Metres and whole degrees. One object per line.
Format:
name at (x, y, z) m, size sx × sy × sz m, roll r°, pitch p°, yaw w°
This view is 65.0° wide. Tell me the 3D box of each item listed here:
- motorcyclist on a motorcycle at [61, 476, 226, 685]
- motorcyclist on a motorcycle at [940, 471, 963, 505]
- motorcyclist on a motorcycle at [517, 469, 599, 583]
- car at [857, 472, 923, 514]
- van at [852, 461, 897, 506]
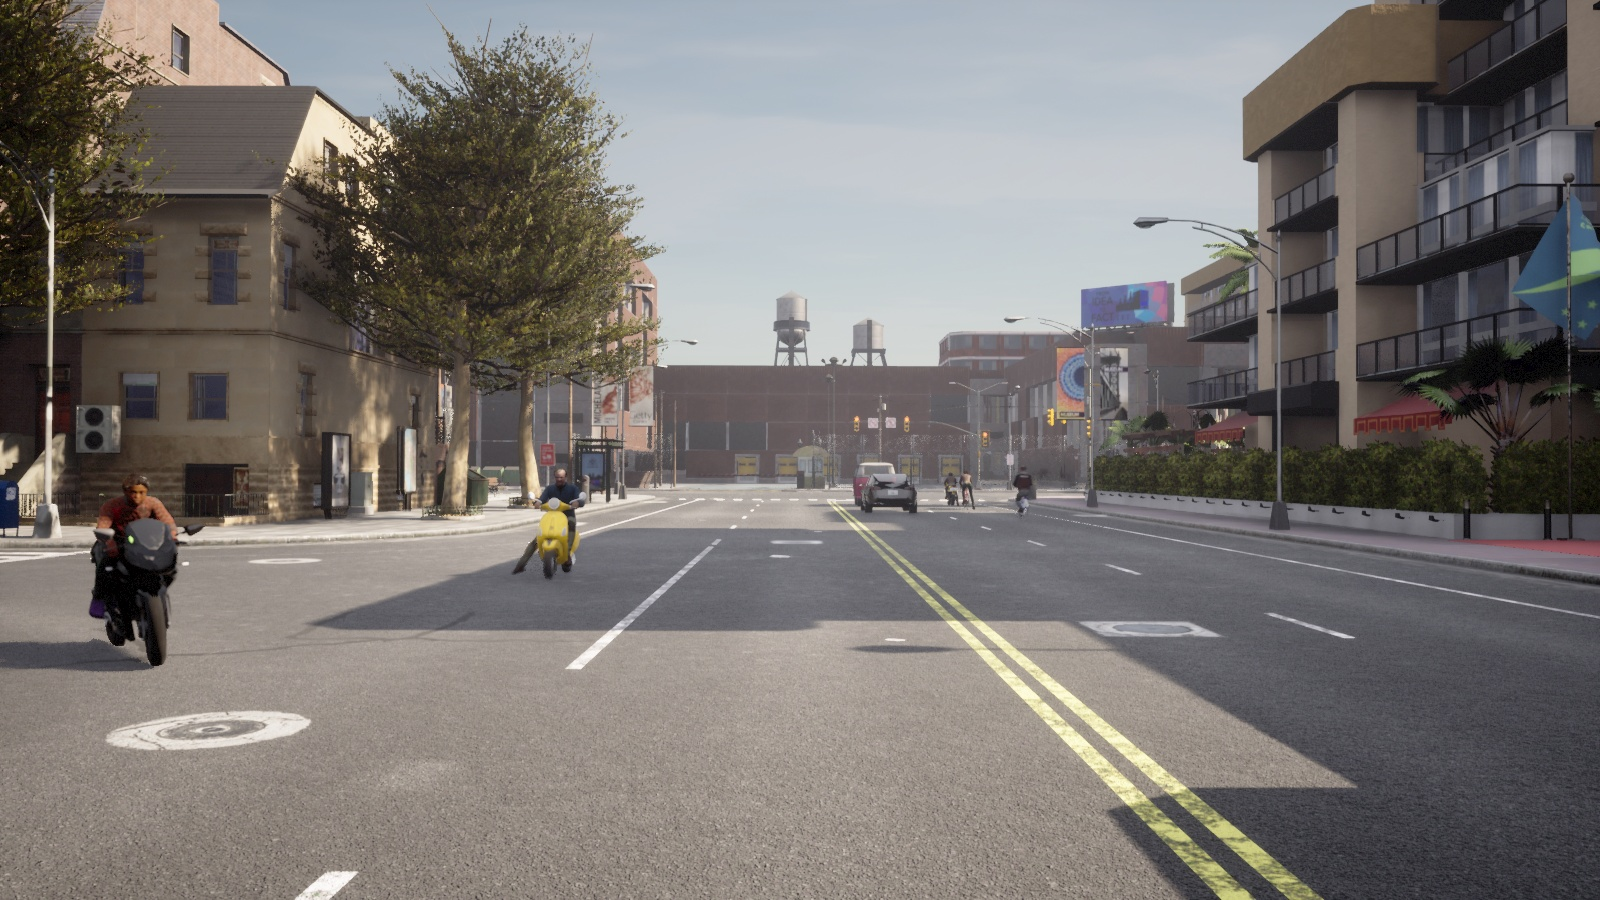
motorcyclist on a motorcycle at (-5.455, 0.992, 10.369) m, size 0.797 × 1.523 × 2.044 m, roll -2°, pitch 0°, yaw -39°
motorcyclist on a motorcycle at (6.873, 1.725, 57.068) m, size 0.797 × 1.523 × 2.044 m, roll 0°, pitch -1°, yaw 0°
motorcyclist on a motorcycle at (-3.542, 1.092, 18.531) m, size 0.866 × 1.590 × 1.817 m, roll 0°, pitch -2°, yaw 0°
car at (3.391, 1.608, 48.182) m, size 2.163 × 1.488 × 4.792 m, roll 0°, pitch -1°, yaw 0°
van at (3.369, 1.512, 57.213) m, size 1.775 × 1.987 × 4.442 m, roll 0°, pitch -1°, yaw 0°
